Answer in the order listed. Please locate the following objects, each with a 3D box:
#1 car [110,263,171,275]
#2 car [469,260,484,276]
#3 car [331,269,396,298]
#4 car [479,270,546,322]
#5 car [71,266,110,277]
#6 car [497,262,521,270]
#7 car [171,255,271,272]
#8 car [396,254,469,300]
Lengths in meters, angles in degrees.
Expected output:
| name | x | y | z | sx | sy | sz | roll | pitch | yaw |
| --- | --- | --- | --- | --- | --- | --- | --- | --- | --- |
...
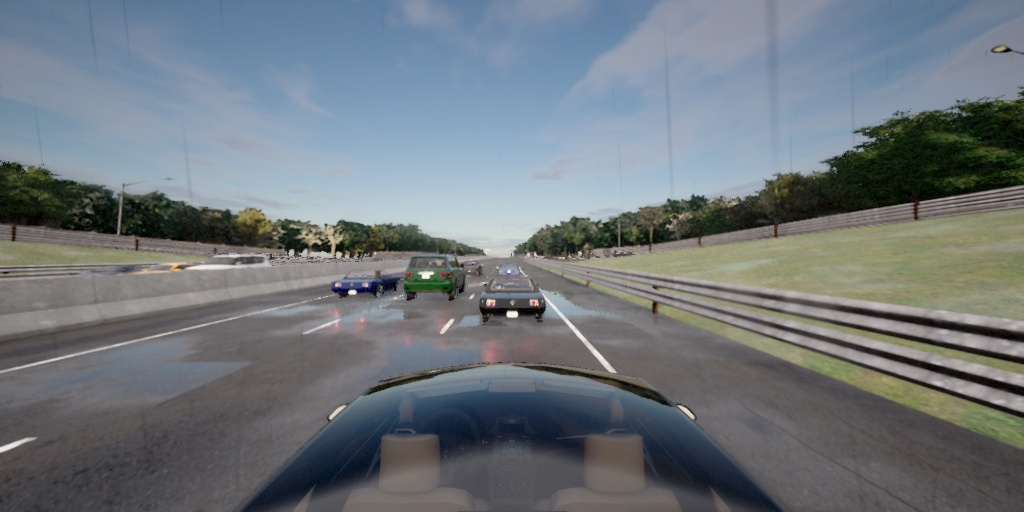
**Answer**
| name | x | y | z | sx | sy | sz | roll | pitch | yaw |
| --- | --- | --- | --- | --- | --- | --- | --- | --- | --- |
| car | -21.361 | 1.181 | 22.486 | 1.882 | 1.535 | 5.008 | 0 | 0 | -1 |
| car | -3.843 | 1.151 | 34.766 | 2.128 | 1.511 | 4.902 | 0 | 0 | -1 |
| car | -7.097 | 1.313 | 18.108 | 1.895 | 1.301 | 4.718 | 0 | 0 | -1 |
| car | -0.015 | 1.327 | 12.180 | 1.895 | 1.301 | 4.718 | 0 | 0 | -1 |
| car | -24.861 | 1.269 | 22.557 | 1.994 | 1.385 | 4.181 | 0 | 0 | -1 |
| car | -0.263 | 1.224 | 29.442 | 2.033 | 1.411 | 5.357 | 0 | 0 | -1 |
| car | -17.867 | 0.923 | 22.825 | 2.150 | 2.045 | 5.566 | 0 | 0 | -1 |
| car | -3.588 | 0.935 | 17.450 | 2.150 | 2.045 | 5.566 | 0 | 0 | -1 |
